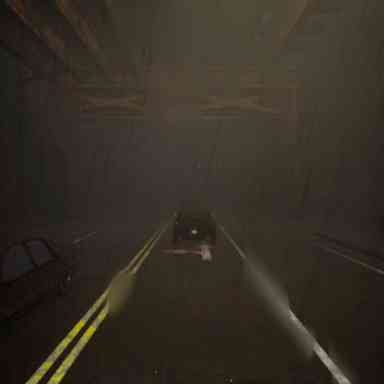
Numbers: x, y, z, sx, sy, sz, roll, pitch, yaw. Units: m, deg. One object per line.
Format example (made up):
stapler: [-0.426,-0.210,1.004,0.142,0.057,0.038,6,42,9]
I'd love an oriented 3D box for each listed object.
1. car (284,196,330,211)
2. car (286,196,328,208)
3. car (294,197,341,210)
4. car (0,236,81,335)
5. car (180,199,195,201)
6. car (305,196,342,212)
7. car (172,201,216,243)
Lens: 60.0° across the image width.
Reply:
car: [13.594,1.302,39.380,4.974,1.542,2.038,0,0,25]
car: [13.641,1.145,39.357,4.536,1.218,1.853,0,0,25]
car: [13.315,1.163,35.238,4.536,1.218,1.853,0,0,-20]
car: [-3.599,1.539,5.816,2.033,1.411,5.357,0,0,0]
car: [-0.507,1.425,32.896,2.033,1.411,5.357,0,0,-13]
car: [13.267,1.321,35.221,4.974,1.542,2.038,0,0,-20]
car: [0.103,1.432,15.940,1.882,1.535,5.008,0,1,0]
